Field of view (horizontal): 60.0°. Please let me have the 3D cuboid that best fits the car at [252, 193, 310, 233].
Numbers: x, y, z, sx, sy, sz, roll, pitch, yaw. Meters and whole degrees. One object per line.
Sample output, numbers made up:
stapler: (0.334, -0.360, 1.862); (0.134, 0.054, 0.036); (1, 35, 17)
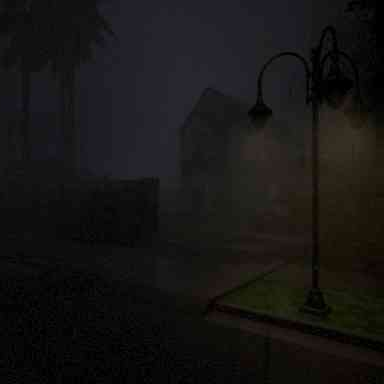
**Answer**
car: (4.869, 0.974, 17.043); (1.932, 1.855, 4.605); (0, 0, 36)
